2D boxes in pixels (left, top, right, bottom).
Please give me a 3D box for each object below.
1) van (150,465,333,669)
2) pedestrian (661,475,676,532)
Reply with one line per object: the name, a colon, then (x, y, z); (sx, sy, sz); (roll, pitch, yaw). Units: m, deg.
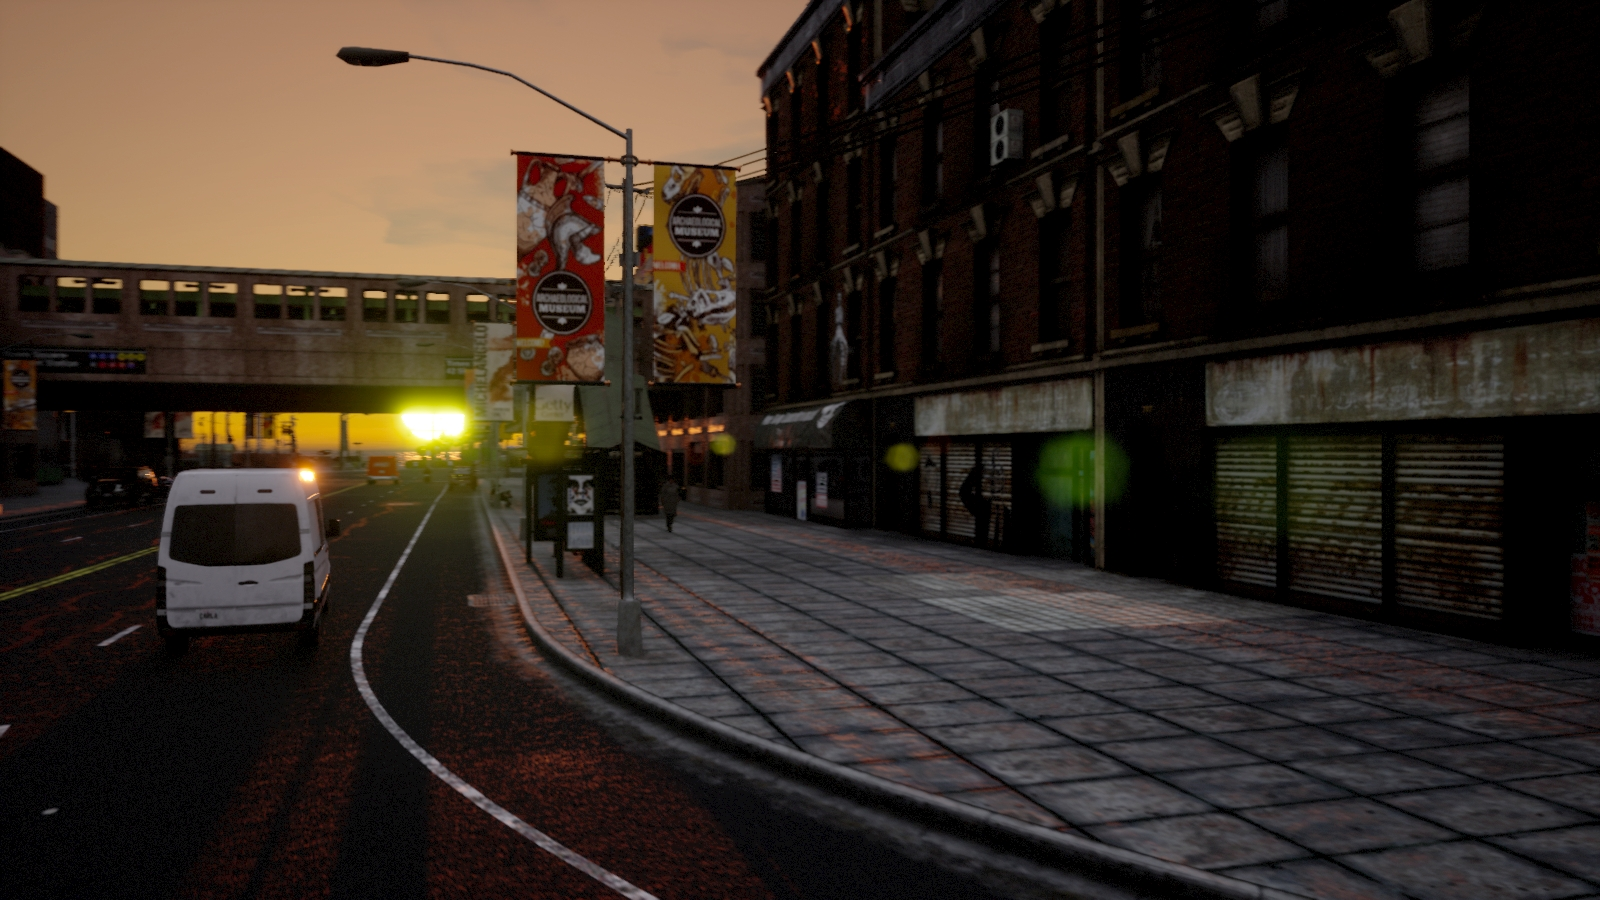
van: (-8.508, 1.560, 17.910); (1.988, 2.561, 5.915); (0, 0, -20)
pedestrian: (-4.316, 1.753, 37.482); (0.375, 1.860, 0.375); (0, 0, -29)
